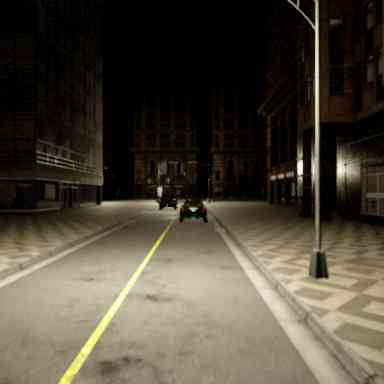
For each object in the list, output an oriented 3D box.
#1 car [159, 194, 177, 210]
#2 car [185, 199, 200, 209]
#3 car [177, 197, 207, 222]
[{"bbox_3d":[-3.008,1.232,43.118,2.150,2.045,5.566,0,0,0],"label":"car"},{"bbox_3d":[0.091,1.617,45.938,1.895,1.301,4.718,0,0,0],"label":"car"},{"bbox_3d":[0.096,1.354,26.803,2.097,1.767,4.553,0,0,0],"label":"car"}]
